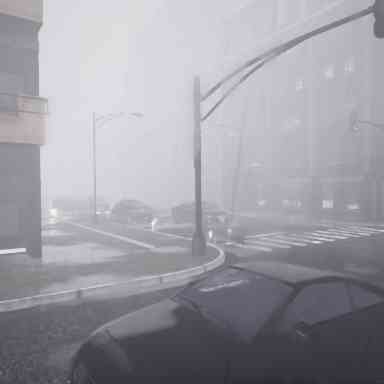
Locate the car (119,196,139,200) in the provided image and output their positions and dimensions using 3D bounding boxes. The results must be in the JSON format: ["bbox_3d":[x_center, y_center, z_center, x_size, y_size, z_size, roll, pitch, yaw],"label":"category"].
[{"bbox_3d":[-5.467,1.374,30.548,1.882,1.535,5.008,-1,1,-35],"label":"car"}]

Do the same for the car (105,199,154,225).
[{"bbox_3d":[-4.390,1.509,24.221,1.887,1.381,4.507,-1,1,-35],"label":"car"}]

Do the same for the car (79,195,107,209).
[{"bbox_3d":[-11.470,1.397,39.230,2.033,1.411,5.357,-1,1,-35],"label":"car"}]

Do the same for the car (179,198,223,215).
[{"bbox_3d":[0.782,1.360,31.879,1.887,1.381,4.507,-1,1,-35],"label":"car"}]

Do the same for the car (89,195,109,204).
[{"bbox_3d":[-15.573,1.217,55.315,1.752,1.417,4.829,-1,1,-35],"label":"car"}]

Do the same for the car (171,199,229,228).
[{"bbox_3d":[0.419,1.434,22.043,2.128,1.511,4.902,-1,1,-35],"label":"car"}]

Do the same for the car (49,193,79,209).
[{"bbox_3d":[-15.894,1.313,41.059,1.967,1.590,4.097,-1,1,-35],"label":"car"}]

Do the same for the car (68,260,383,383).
[{"bbox_3d":[0.832,1.563,3.752,4.181,1.385,1.994,0,0,-32],"label":"car"}]

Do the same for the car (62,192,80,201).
[{"bbox_3d":[-25.182,0.935,69.189,2.192,1.841,5.009,-1,1,-35],"label":"car"}]

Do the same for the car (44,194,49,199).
[{"bbox_3d":[-34.982,1.075,83.346,1.752,1.417,4.829,-1,1,-35],"label":"car"}]

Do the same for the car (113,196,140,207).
[{"bbox_3d":[-9.103,1.266,45.971,1.752,1.417,4.829,-1,1,-35],"label":"car"}]

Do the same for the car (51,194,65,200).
[{"bbox_3d":[-31.650,1.125,78.535,2.008,1.369,4.403,-1,1,-35],"label":"car"}]

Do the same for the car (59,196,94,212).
[{"bbox_3d":[-12.658,1.448,36.388,2.008,1.369,4.403,-1,1,-35],"label":"car"}]
